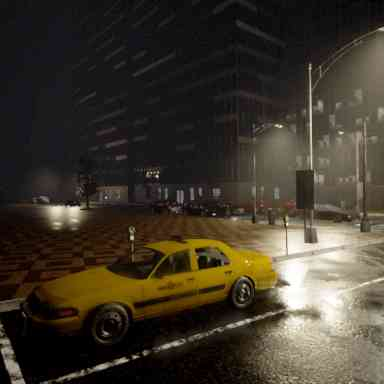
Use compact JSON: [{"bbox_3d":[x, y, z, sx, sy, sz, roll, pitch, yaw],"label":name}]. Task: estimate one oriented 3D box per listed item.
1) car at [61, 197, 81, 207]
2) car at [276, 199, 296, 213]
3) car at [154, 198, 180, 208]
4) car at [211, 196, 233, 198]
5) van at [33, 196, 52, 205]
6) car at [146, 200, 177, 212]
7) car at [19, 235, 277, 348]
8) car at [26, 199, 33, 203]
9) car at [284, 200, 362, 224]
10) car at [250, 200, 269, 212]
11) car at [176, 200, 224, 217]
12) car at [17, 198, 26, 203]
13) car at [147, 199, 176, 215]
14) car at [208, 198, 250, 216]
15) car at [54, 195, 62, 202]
[{"bbox_3d":[-21.382,2.006,59.490,1.802,1.307,4.206,-2,1,-41],"label":"car"},{"bbox_3d":[10.813,1.471,35.017,1.967,1.590,4.097,-2,1,-41],"label":"car"},{"bbox_3d":[-3.952,1.725,52.125,1.947,1.339,4.313,-2,1,-41],"label":"car"},{"bbox_3d":[3.424,1.410,43.566,2.192,1.841,5.009,-2,1,-41],"label":"car"},{"bbox_3d":[-32.444,1.858,72.301,1.690,1.788,3.998,-2,1,-41],"label":"van"},{"bbox_3d":[-3.999,1.803,43.335,1.994,1.385,4.181,-2,1,-41],"label":"car"},{"bbox_3d":[-0.486,1.525,6.230,4.829,1.417,1.752,0,-1,-35],"label":"car"},{"bbox_3d":[-36.015,2.071,76.445,1.752,1.417,4.829,-2,1,-41],"label":"car"},{"bbox_3d":[10.424,1.662,26.428,2.033,1.411,5.357,-1,1,-38],"label":"car"},{"bbox_3d":[7.123,1.645,39.294,1.802,1.307,4.206,-2,1,-41],"label":"car"},{"bbox_3d":[0.731,1.800,33.863,1.947,1.339,4.313,-2,1,-41],"label":"car"},{"bbox_3d":[-43.385,2.131,84.988,1.752,1.417,4.829,-2,1,-41],"label":"car"},{"bbox_3d":[-2.958,1.706,38.132,1.967,1.590,4.097,-2,1,-41],"label":"car"},{"bbox_3d":[3.305,1.682,34.853,1.837,1.490,4.892,-2,0,-41],"label":"car"},{"bbox_3d":[-33.485,1.952,86.340,1.887,1.381,4.507,-2,1,-41],"label":"car"}]
